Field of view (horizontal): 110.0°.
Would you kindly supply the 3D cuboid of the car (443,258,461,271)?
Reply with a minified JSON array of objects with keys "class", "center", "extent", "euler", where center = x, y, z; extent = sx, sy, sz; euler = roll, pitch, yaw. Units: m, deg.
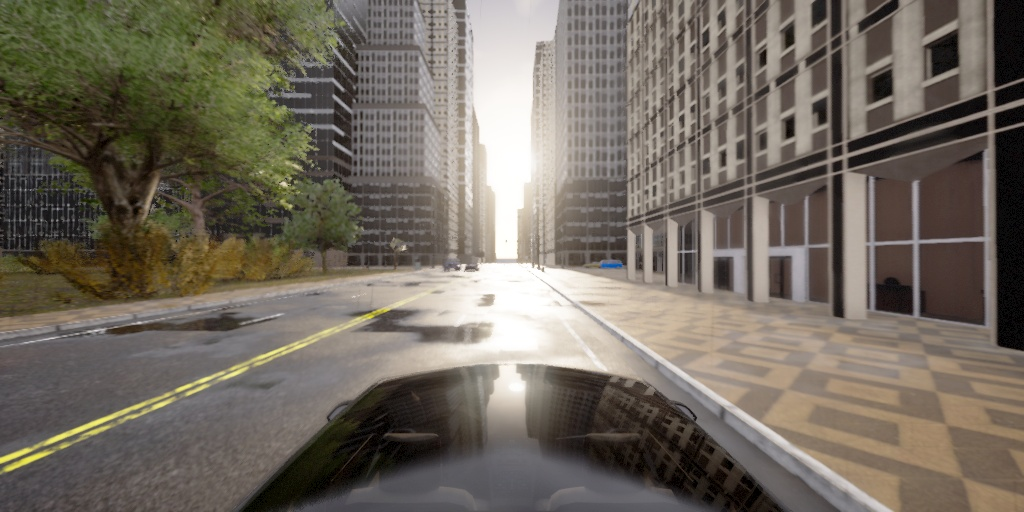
[{"class":"car","center":[-9.773,1.395,58.936],"extent":[2.150,2.045,5.566],"euler":[0,-1,0]}]

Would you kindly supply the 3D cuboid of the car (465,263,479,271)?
[{"class":"car","center":[-6.526,1.787,58.635],"extent":[1.895,1.301,4.718],"euler":[0,-1,0]}]
